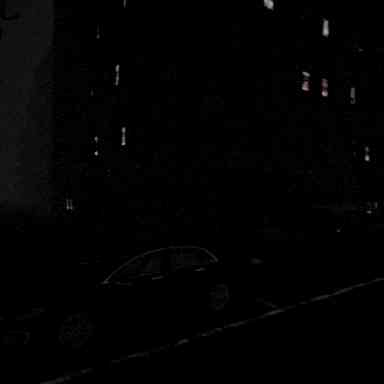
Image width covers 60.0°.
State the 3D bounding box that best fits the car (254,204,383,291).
[{"bbox_3d":[3.560,1.308,9.242,5.009,1.841,2.192,0,1,-35],"label":"car"}]

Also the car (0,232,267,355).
[{"bbox_3d":[-0.974,1.549,6.012,4.403,1.369,2.008,0,1,-35],"label":"car"}]
